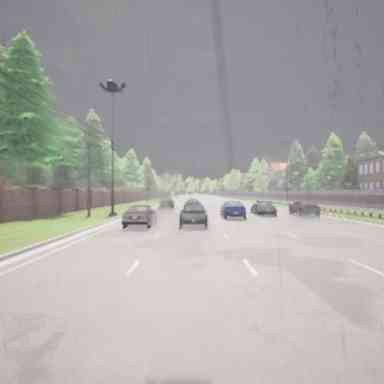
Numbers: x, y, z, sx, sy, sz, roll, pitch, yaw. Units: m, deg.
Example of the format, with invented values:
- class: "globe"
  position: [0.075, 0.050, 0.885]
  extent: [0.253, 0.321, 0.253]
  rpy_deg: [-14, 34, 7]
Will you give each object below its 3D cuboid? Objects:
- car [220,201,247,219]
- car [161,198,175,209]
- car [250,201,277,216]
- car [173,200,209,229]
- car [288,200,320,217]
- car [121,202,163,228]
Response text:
- class: "car"
  position: [3.587, 1.520, 29.442]
  extent: [1.882, 1.535, 5.008]
  rpy_deg: [0, 0, 0]
- class: "car"
  position: [-3.421, 1.572, 46.429]
  extent: [1.837, 1.490, 4.892]
  rpy_deg: [0, 0, 0]
- class: "car"
  position: [7.085, 1.613, 33.220]
  extent: [1.994, 1.385, 4.181]
  rpy_deg: [0, 0, 0]
- class: "car"
  position: [0.090, 1.524, 22.156]
  extent: [2.128, 1.511, 4.902]
  rpy_deg: [0, 0, 0]
- class: "car"
  position: [10.585, 1.552, 31.649]
  extent: [1.837, 1.490, 4.892]
  rpy_deg: [0, 0, 0]
- class: "car"
  position: [-3.411, 1.579, 22.272]
  extent: [2.033, 1.411, 5.357]
  rpy_deg: [0, 0, 0]
